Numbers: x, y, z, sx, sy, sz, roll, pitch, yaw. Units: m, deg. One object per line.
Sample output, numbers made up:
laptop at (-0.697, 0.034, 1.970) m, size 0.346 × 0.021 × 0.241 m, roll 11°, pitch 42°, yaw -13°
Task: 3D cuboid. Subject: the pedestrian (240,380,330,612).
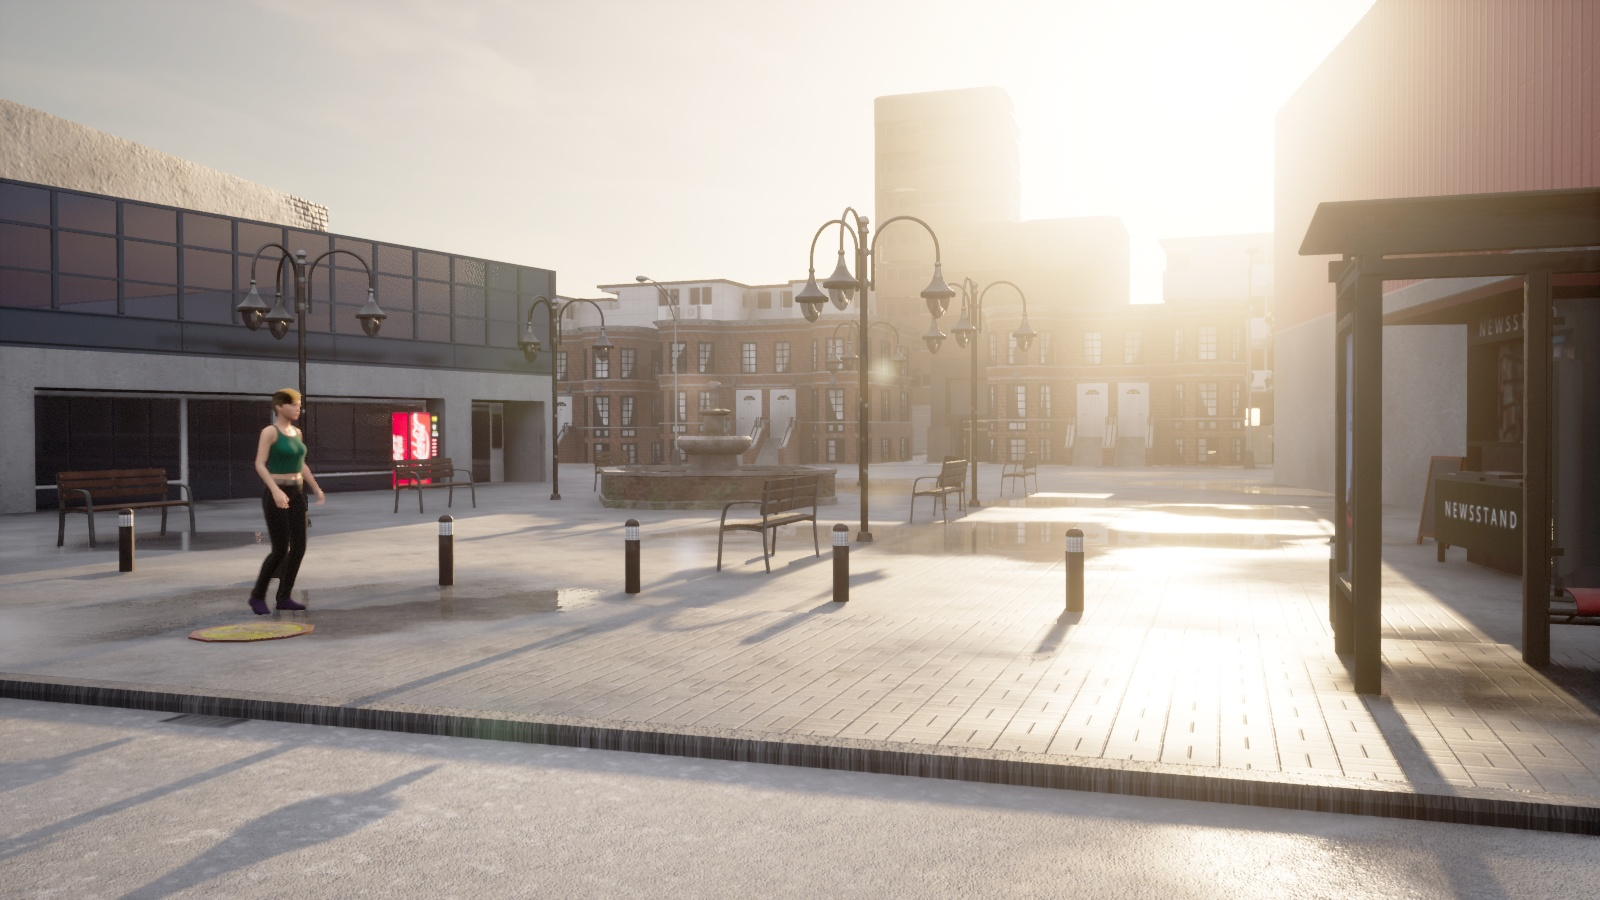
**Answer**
pedestrian at (-4.175, 0.358, 10.177) m, size 0.594 × 1.836 × 0.345 m, roll 1°, pitch 1°, yaw 20°
